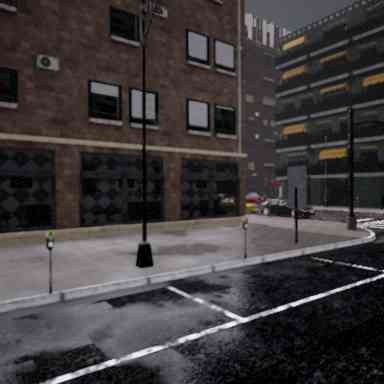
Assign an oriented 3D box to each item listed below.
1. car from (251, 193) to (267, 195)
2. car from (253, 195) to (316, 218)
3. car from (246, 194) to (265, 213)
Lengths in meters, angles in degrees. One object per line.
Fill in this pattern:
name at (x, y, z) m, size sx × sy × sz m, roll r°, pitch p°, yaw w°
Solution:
car at (7.272, 0.843, 38.663) m, size 1.967 × 1.590 × 4.097 m, roll 0°, pitch 1°, yaw -36°
car at (7.034, 1.170, 24.757) m, size 2.008 × 1.369 × 4.403 m, roll 0°, pitch 1°, yaw -36°
car at (3.856, 1.070, 29.119) m, size 1.752 × 1.417 × 4.829 m, roll 0°, pitch 1°, yaw -36°
